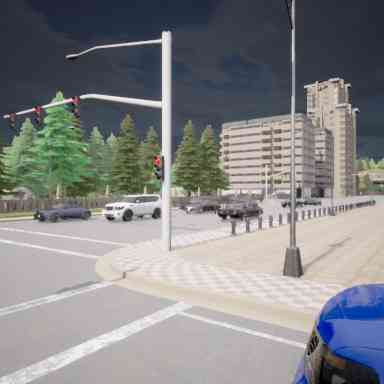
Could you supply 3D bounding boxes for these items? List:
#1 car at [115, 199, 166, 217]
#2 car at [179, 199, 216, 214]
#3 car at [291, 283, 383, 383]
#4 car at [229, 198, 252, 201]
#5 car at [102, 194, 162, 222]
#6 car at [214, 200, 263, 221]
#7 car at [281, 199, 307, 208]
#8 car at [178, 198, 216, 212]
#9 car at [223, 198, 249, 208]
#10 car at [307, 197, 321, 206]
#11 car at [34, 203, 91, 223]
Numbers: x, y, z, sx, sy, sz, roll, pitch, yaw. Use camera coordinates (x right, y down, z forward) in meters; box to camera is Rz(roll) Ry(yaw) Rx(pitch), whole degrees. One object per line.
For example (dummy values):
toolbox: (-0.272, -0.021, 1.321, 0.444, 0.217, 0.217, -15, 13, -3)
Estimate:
car: (-4.974, 1.491, 32.725, 2.128, 1.511, 4.902, 0, 0, 35)
car: (1.120, 1.491, 35.239, 2.128, 1.511, 4.902, 0, 0, 36)
car: (3.361, 1.221, 1.569, 5.566, 2.045, 2.150, 0, 0, 36)
car: (6.945, 1.564, 43.382, 1.994, 1.385, 4.181, 0, 0, 36)
car: (-4.644, 1.221, 27.159, 2.150, 2.045, 5.566, 0, 0, 35)
car: (4.041, 1.601, 26.938, 1.895, 1.301, 4.718, 0, 0, 35)
car: (14.446, 1.601, 47.568, 1.895, 1.301, 4.718, 0, 0, 35)
car: (0.702, 1.547, 40.682, 2.033, 1.411, 5.357, 0, 0, 36)
car: (6.526, 1.564, 48.791, 1.994, 1.385, 4.181, 0, 0, 36)
car: (20.229, 1.564, 55.678, 1.994, 1.385, 4.181, 0, 0, 35)
car: (-9.937, 1.564, 25.765, 1.994, 1.385, 4.181, 0, 0, 35)
